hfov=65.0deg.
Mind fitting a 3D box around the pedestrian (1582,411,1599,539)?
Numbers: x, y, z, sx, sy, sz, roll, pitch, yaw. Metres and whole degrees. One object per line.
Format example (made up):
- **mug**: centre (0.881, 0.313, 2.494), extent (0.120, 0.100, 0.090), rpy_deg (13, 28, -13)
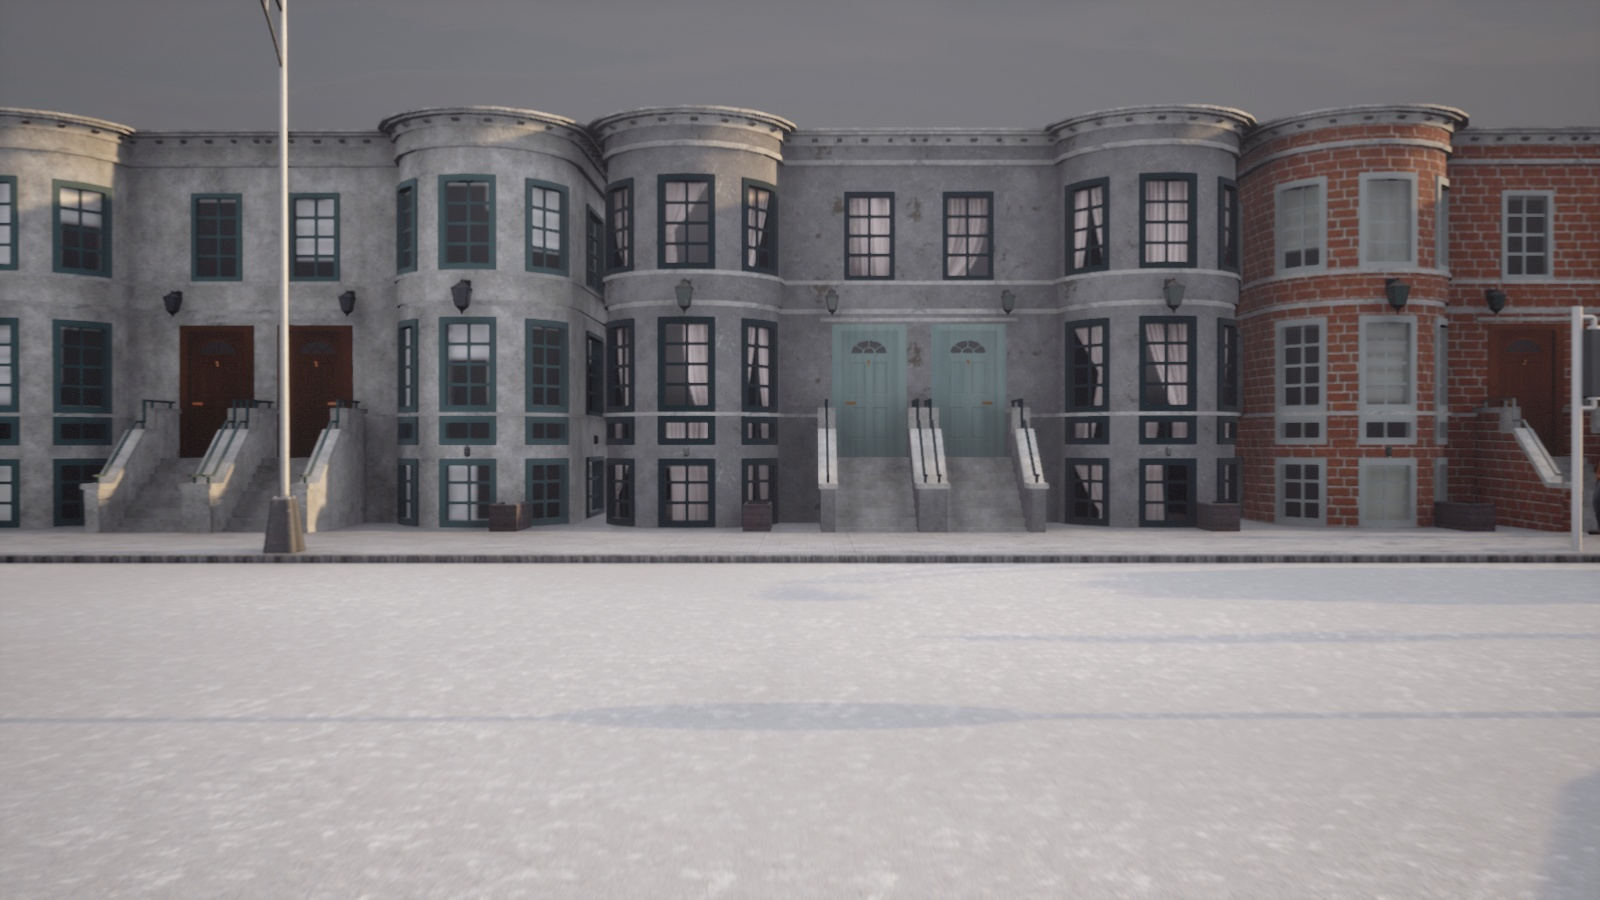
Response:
- **pedestrian**: centre (11.919, 0.361, 18.301), extent (0.694, 1.848, 0.540), rpy_deg (0, 0, -12)
